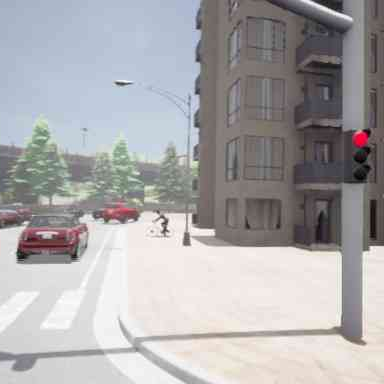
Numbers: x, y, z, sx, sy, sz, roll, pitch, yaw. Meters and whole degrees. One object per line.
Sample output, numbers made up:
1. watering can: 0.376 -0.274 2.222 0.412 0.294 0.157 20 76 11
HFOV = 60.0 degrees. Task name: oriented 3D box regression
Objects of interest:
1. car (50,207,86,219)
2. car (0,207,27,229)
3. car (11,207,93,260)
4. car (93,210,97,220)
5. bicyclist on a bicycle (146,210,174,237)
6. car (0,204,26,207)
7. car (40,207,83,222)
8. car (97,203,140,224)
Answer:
1. car: -15.767 2.591 42.532 1.994 1.385 4.181 1 -2 23
2. car: -14.790 2.095 25.801 1.895 1.301 4.718 1 -2 -4
3. car: -5.551 1.658 13.823 2.097 1.767 4.553 2 -2 -12
4. car: -9.589 2.521 38.835 1.882 1.535 5.008 0 -2 18
5. bicyclist on a bicycle: -1.862 1.885 19.684 1.656 1.620 0.582 1 -2 -11
6. car: -18.031 2.004 32.779 2.097 1.767 4.553 1 -2 8
7. car: -14.034 2.362 36.230 1.837 1.490 4.892 1 -2 14
8. car: -7.298 2.182 34.758 2.150 2.045 5.566 0 -2 12
